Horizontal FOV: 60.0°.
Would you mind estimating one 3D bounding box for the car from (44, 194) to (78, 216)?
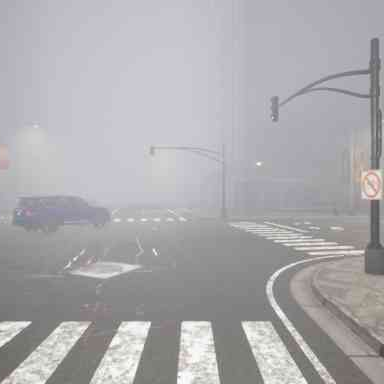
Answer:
[{"bbox_3d":[-13.313,1.238,34.167,2.150,2.045,5.566,0,0,-10],"label":"car"}]

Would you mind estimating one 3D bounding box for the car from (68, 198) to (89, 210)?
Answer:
[{"bbox_3d":[-14.922,1.589,44.026,1.994,1.385,4.181,0,0,-10],"label":"car"}]

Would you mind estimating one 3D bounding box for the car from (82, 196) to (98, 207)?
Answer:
[{"bbox_3d":[-16.529,1.514,54.058,1.882,1.535,5.008,0,0,-9],"label":"car"}]

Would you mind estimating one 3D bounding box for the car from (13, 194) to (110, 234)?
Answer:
[{"bbox_3d":[-7.507,1.225,19.655,2.150,2.045,5.566,1,1,36],"label":"car"}]
